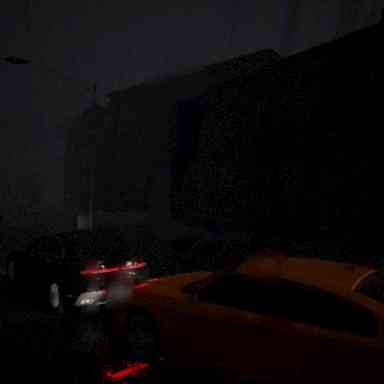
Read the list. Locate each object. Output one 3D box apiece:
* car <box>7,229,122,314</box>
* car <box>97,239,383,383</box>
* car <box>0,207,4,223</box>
[{"bbox_3d":[-2.963,1.656,8.093,1.837,1.490,4.892,2,-2,-43],"label":"car"},{"bbox_3d":[1.125,1.592,4.258,5.008,1.535,1.882,0,-2,39],"label":"car"},{"bbox_3d":[-17.948,1.938,29.485,2.128,1.511,4.902,2,-2,-29],"label":"car"}]
